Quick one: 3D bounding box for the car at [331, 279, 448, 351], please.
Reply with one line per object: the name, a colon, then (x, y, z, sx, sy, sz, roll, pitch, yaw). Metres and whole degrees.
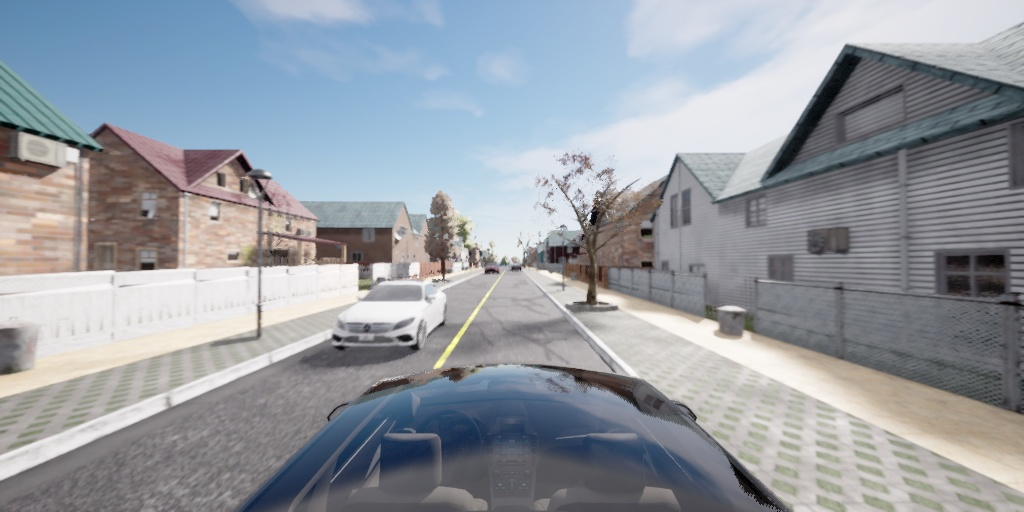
car: (-2.853, 1.354, 9.366, 1.812, 1.442, 4.674, 0, -1, 0)

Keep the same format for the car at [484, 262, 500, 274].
car: (-2.832, 1.706, 51.488, 2.097, 1.767, 4.553, 0, -1, 0)
